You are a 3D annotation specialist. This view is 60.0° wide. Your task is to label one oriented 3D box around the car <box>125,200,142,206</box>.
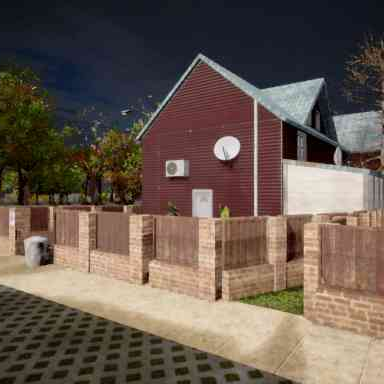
[{"bbox_3d":[-5.681,1.651,37.936,2.033,1.411,5.357,0,0,35],"label":"car"}]
